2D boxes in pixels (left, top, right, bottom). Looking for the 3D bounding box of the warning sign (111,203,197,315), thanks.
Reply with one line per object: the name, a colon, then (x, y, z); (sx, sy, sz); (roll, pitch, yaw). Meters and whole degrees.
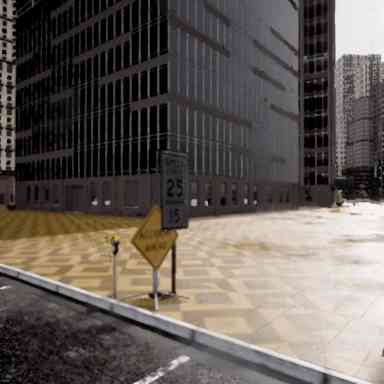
warning sign: (-0.726, 1.175, 6.525); (1.060, 1.860, 1.300); (-1, -1, 39)
